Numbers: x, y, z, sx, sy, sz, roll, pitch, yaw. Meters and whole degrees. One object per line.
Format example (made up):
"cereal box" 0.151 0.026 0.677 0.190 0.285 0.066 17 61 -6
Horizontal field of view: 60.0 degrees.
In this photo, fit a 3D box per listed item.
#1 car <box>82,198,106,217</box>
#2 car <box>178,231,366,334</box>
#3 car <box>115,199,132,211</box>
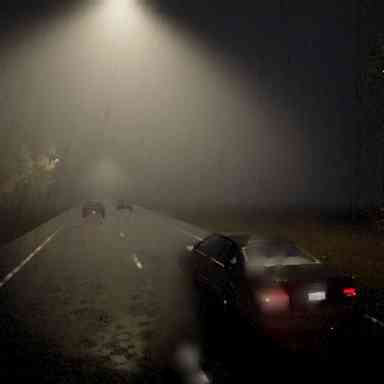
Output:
"car" -9.230 1.535 31.311 1.837 1.490 4.892 0 -1 -16
"car" 1.136 1.565 7.256 2.033 1.411 5.357 0 0 -16
"car" -8.779 1.599 42.683 2.033 1.411 5.357 0 0 -16
